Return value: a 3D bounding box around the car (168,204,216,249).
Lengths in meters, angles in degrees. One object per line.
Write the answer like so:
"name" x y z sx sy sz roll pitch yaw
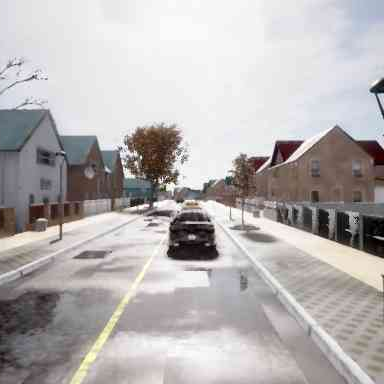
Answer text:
"car" 0.000 1.508 14.648 1.882 1.535 5.008 0 0 0

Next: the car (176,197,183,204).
"car" -2.750 1.883 76.754 1.882 1.535 5.008 0 -1 0

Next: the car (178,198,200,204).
"car" 0.000 1.558 29.651 1.882 1.535 5.008 0 0 0
